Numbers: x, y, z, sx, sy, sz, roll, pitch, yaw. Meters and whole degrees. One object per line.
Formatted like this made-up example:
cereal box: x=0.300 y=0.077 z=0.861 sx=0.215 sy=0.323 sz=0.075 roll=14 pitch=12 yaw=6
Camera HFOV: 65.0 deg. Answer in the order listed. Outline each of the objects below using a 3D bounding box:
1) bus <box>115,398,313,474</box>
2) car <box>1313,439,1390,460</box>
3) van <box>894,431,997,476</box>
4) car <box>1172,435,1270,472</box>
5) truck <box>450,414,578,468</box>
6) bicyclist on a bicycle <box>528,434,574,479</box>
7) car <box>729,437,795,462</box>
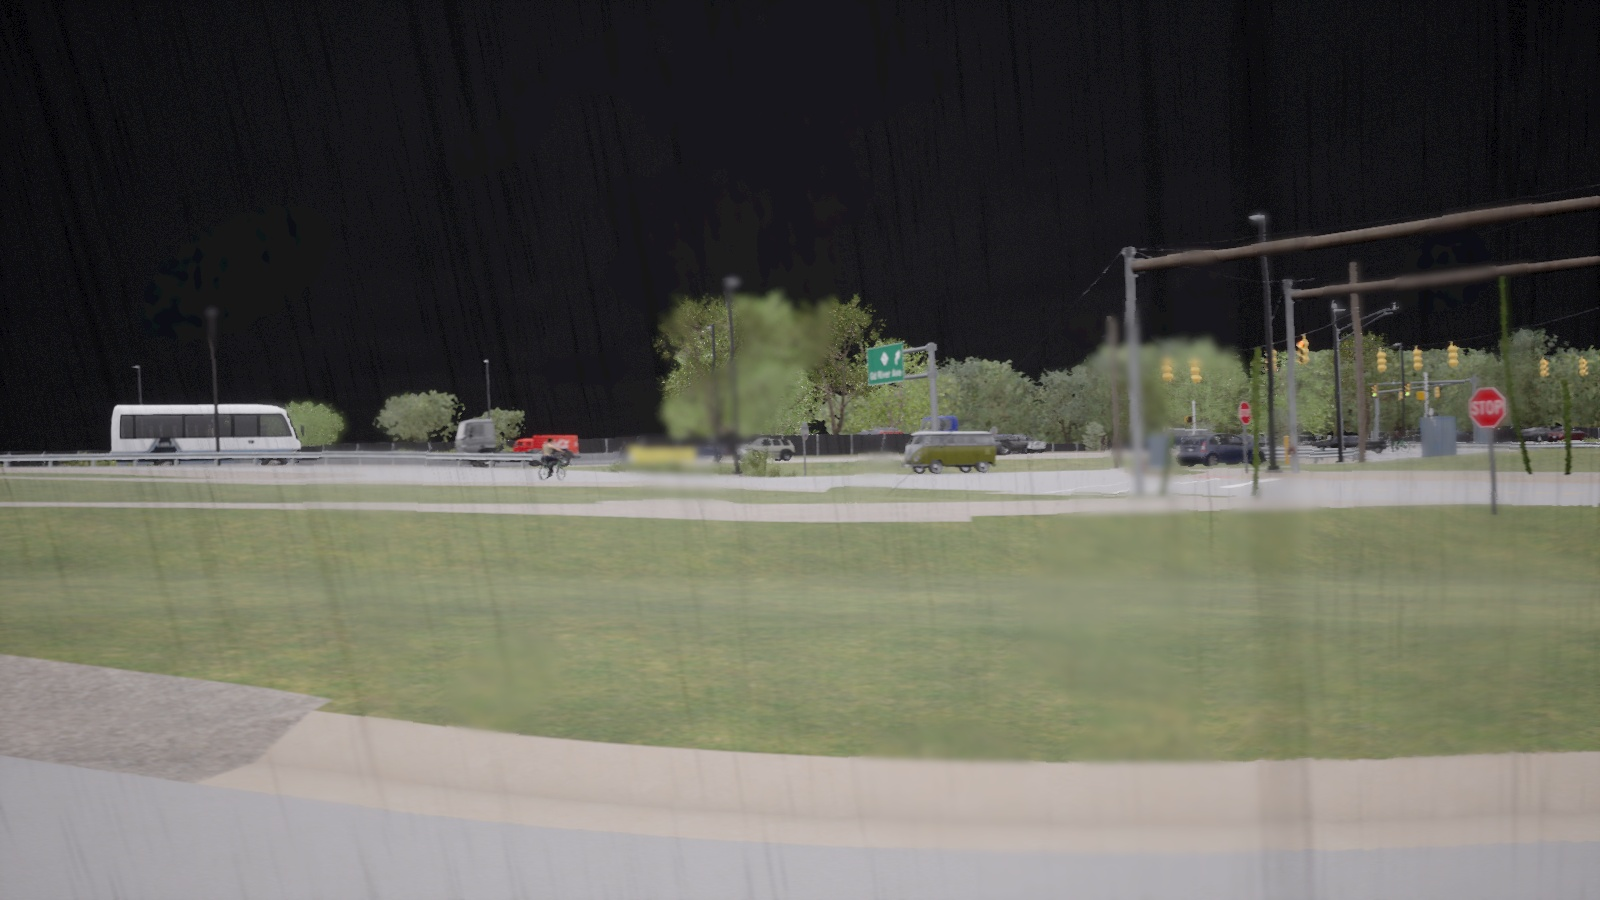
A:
bus: x=-34.358 y=-0.815 z=74.024 sx=10.273 sy=4.253 sz=3.944 roll=-1 pitch=-1 yaw=-25
car: x=37.041 y=-0.018 z=84.437 sx=1.895 sy=1.301 sz=4.718 roll=-1 pitch=0 yaw=-22
van: x=6.769 y=0.159 z=58.284 sx=4.442 sy=1.987 sz=1.775 roll=0 pitch=-1 yaw=-26
car: x=18.881 y=0.150 z=56.294 sx=3.988 sy=1.617 sz=1.851 roll=0 pitch=-1 yaw=-25
truck: x=-19.320 y=-0.614 z=84.794 sx=7.936 sy=3.462 sz=2.891 roll=-1 pitch=0 yaw=-25
bicyclist on a bicycle: x=-9.277 y=0.268 z=46.757 sx=0.866 sy=1.612 sz=1.509 roll=-4 pitch=-3 yaw=28
car: x=-2.891 y=-0.041 z=96.198 sx=4.605 sy=1.855 sz=1.932 roll=-1 pitch=-1 yaw=-25
